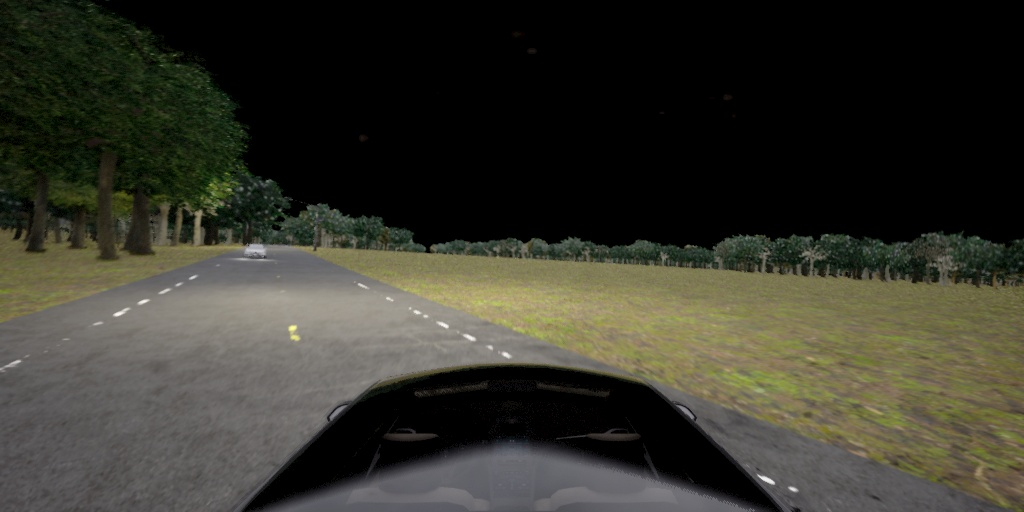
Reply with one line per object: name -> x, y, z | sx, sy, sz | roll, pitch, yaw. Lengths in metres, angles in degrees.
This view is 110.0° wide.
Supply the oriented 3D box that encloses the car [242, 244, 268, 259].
car -> -26.878, -0.503, 37.645 | 1.812, 1.442, 4.674 | 3, 0, -34
